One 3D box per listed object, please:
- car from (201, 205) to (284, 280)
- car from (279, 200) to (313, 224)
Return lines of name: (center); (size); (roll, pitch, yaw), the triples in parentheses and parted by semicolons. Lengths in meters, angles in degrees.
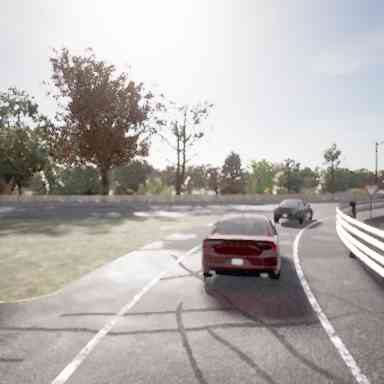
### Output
car: (1.553, 1.346, 9.703); (1.882, 1.535, 5.008); (0, 1, 13)
car: (6.780, 1.230, 22.156); (1.812, 1.442, 4.674); (0, 1, 30)
